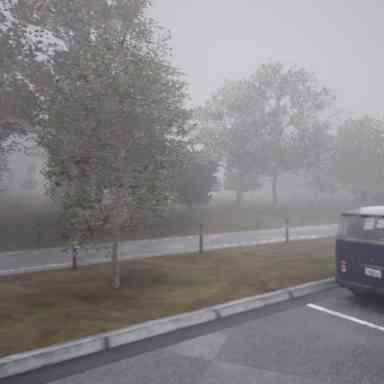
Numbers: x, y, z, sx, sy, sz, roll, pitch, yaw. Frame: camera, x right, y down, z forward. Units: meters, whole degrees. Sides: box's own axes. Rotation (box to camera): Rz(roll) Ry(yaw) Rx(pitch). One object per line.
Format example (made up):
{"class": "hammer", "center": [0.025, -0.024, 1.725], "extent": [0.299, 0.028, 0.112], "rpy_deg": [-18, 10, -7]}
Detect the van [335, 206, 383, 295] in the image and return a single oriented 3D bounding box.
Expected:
{"class": "van", "center": [5.282, 1.248, 7.609], "extent": [4.442, 1.987, 1.878], "rpy_deg": [-1, 0, -34]}
